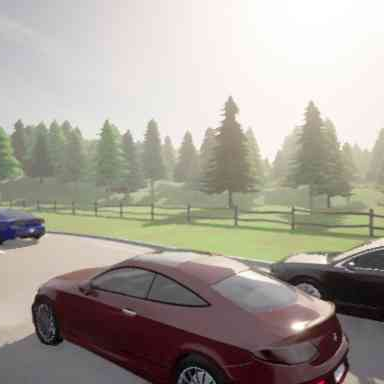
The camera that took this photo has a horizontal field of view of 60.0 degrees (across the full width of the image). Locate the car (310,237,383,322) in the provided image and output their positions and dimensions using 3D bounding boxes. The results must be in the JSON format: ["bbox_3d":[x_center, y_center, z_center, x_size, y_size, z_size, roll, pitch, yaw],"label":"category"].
[{"bbox_3d":[3.768,1.529,5.817,4.892,1.490,1.837,0,0,36],"label":"car"}]

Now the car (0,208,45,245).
[{"bbox_3d":[-9.158,1.522,15.842,5.008,1.535,1.882,0,0,30],"label":"car"}]

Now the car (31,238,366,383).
[{"bbox_3d":[-0.386,1.542,4.625,4.674,1.442,1.812,0,0,38],"label":"car"}]
